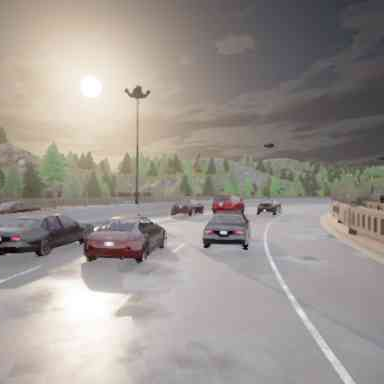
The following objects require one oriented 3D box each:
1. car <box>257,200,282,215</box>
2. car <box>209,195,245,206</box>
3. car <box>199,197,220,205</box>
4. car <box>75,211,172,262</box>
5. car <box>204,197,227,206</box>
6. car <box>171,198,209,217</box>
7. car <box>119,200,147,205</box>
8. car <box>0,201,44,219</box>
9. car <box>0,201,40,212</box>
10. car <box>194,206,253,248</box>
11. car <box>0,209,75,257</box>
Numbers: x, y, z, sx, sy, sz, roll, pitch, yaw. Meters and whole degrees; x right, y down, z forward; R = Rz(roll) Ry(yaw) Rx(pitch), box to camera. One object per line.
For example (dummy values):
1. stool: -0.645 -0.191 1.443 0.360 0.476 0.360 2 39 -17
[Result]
1. car: 8.086 1.568 34.570 1.837 1.490 4.892 0 0 24
2. car: 3.719 1.282 33.429 2.150 2.045 5.566 0 0 23
3. car: 3.521 1.783 66.635 1.994 1.385 4.181 0 0 39
4. car: -2.259 1.573 12.225 1.994 1.385 4.181 0 0 8
5. car: 4.354 1.698 62.090 1.837 1.490 4.892 -1 -1 38
6. car: -0.311 1.410 32.667 2.097 1.767 4.553 0 0 21
7. car: -6.566 1.614 36.542 2.033 1.411 5.357 0 0 22
8. car: -16.260 1.578 30.216 2.033 1.411 5.357 0 0 17
9. car: -13.911 1.495 25.572 1.882 1.535 5.008 0 0 16
10. car: 1.665 1.571 14.882 2.033 1.411 5.357 0 0 11
11. car: -5.748 1.548 13.016 2.033 1.411 5.357 0 0 9
